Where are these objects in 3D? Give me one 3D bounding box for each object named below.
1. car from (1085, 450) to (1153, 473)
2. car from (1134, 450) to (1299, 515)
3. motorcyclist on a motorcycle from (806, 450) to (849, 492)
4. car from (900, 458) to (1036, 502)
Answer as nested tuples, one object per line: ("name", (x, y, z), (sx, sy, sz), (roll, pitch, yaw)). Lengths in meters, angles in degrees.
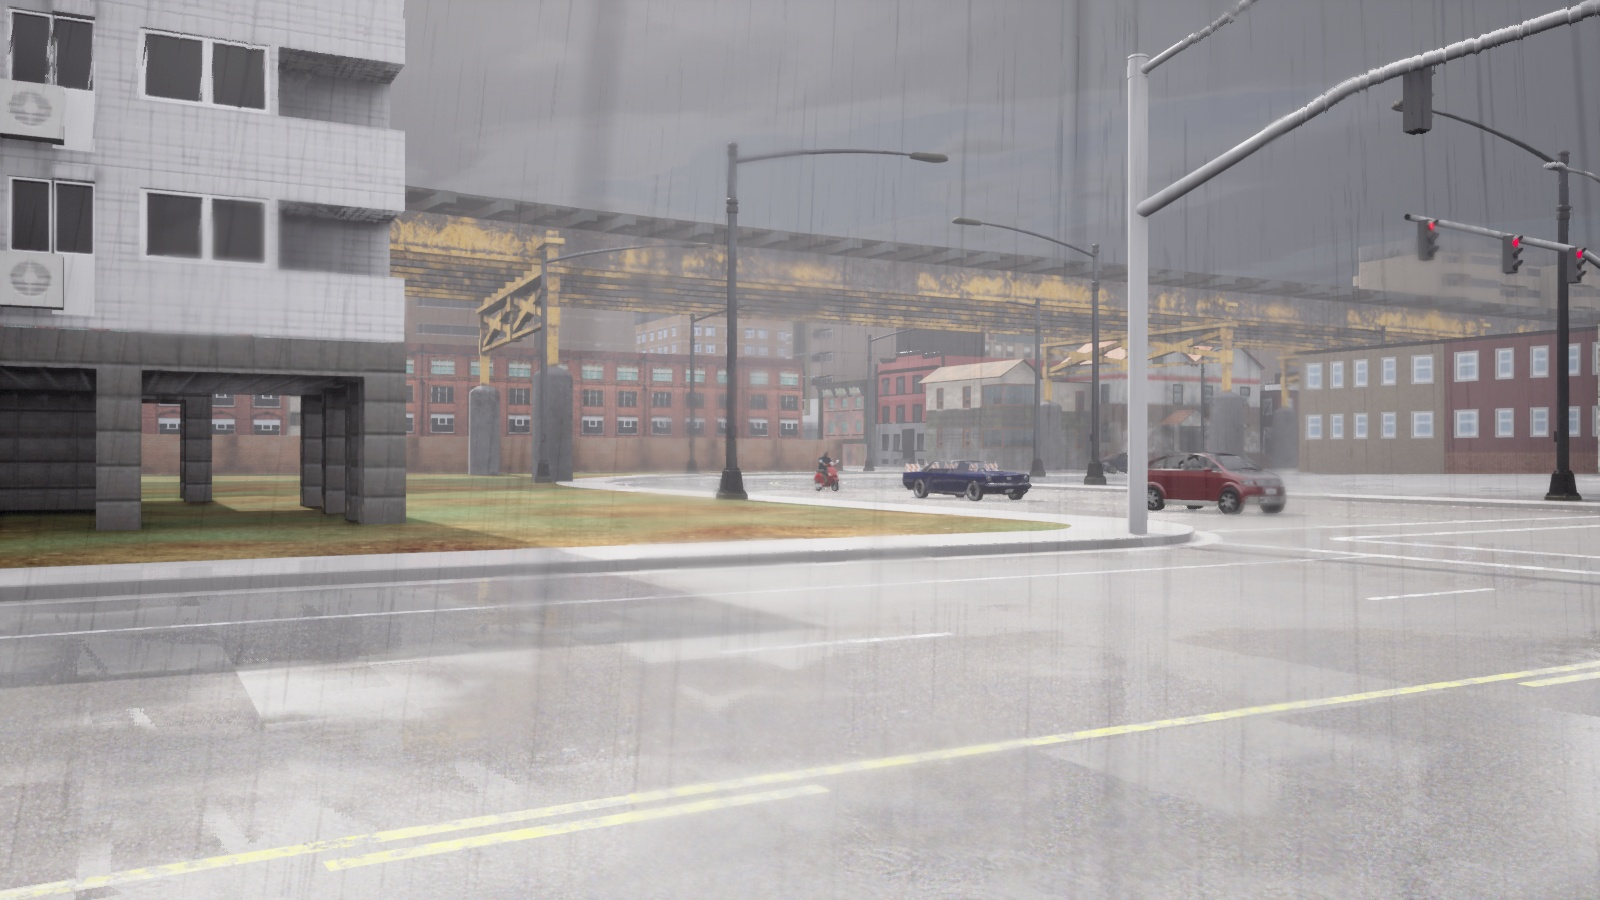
("car", (23.726, 0.853, 93.362), (4.856, 1.649, 2.033), (0, 0, -29))
("car", (10.498, 0.782, 31.889), (1.789, 1.549, 3.705), (0, -1, -29))
("motorcyclist on a motorcycle", (1.038, 0.813, 48.496), (0.866, 1.590, 1.817), (0, -2, -28))
("car", (5.373, 0.934, 40.799), (1.895, 1.301, 4.718), (0, 0, -30))
